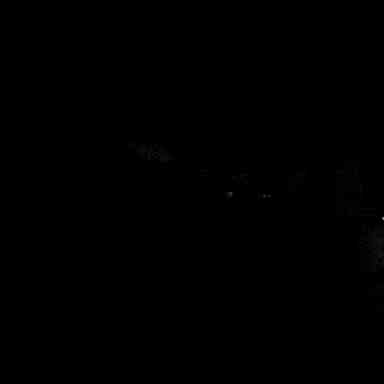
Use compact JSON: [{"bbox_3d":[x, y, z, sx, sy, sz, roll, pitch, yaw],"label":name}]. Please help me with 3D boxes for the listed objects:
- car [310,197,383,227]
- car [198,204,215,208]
[{"bbox_3d":[10.882,1.396,23.911,2.150,2.045,5.566,3,-2,-35],"label":"car"},{"bbox_3d":[1.186,1.918,37.529,2.033,1.411,5.357,3,-2,-36],"label":"car"}]
